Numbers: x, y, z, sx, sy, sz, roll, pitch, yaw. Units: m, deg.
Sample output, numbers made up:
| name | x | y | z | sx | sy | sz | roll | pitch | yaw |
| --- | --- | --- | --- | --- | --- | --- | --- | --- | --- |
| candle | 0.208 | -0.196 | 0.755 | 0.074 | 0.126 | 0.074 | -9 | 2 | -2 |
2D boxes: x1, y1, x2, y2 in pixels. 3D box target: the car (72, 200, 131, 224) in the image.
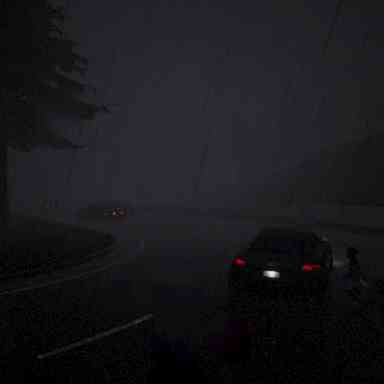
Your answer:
| name | x | y | z | sx | sy | sz | roll | pitch | yaw |
| --- | --- | --- | --- | --- | --- | --- | --- | --- | --- |
| car | -7.089 | 1.547 | 25.192 | 2.033 | 1.411 | 5.357 | 0 | 0 | -41 |

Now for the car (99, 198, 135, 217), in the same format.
| name | x | y | z | sx | sy | sz | roll | pitch | yaw |
| --- | --- | --- | --- | --- | --- | --- | --- | --- | --- |
| car | -6.900 | 1.526 | 30.374 | 1.812 | 1.442 | 4.674 | 0 | 0 | -39 |

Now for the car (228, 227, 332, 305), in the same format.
| name | x | y | z | sx | sy | sz | roll | pitch | yaw |
| --- | --- | --- | --- | --- | --- | --- | --- | --- | --- |
| car | 2.348 | 1.564 | 8.276 | 1.994 | 1.385 | 4.181 | 0 | 0 | 24 |

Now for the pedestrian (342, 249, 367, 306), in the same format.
| name | x | y | z | sx | sy | sz | roll | pitch | yaw |
| --- | --- | --- | --- | --- | --- | --- | --- | --- | --- |
| pedestrian | 3.265 | 1.294 | 6.676 | 0.375 | 1.860 | 0.375 | 0 | 0 | 25 |

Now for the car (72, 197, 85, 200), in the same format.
| name | x | y | z | sx | sy | sz | roll | pitch | yaw |
| --- | --- | --- | --- | --- | --- | --- | --- | --- | --- |
| car | -22.266 | 1.601 | 65.000 | 1.895 | 1.301 | 4.718 | 0 | 0 | -26 |

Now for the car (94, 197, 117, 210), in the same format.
| name | x | y | z | sx | sy | sz | roll | pitch | yaw |
| --- | --- | --- | --- | --- | --- | --- | --- | --- | --- |
| car | -11.377 | 1.505 | 43.469 | 1.837 | 1.490 | 4.892 | 0 | 0 | -29 |

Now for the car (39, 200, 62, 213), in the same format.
| name | x | y | z | sx | sy | sz | roll | pitch | yaw |
| --- | --- | --- | --- | --- | --- | --- | --- | --- | --- |
| car | -15.827 | 1.547 | 37.144 | 2.033 | 1.411 | 5.357 | 0 | 0 | -30 |
